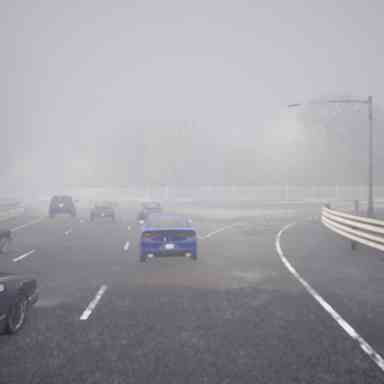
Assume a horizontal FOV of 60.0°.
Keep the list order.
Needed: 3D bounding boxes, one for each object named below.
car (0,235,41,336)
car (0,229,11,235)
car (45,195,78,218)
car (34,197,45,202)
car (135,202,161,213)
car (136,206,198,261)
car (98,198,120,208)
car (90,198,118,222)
[{"bbox_3d":[-3.591,1.566,3.623,2.033,1.411,5.357,0,0,-3],"label":"car"},{"bbox_3d":[-7.651,1.644,10.688,1.895,1.301,4.718,0,0,-6],"label":"car"},{"bbox_3d":[-11.993,1.309,31.092,2.150,2.045,5.566,0,0,-17],"label":"car"},{"bbox_3d":[-38.058,1.854,83.961,4.718,1.301,1.895,0,0,42],"label":"car"},{"bbox_3d":[-3.292,1.539,25.739,2.128,1.511,4.902,0,0,-14],"label":"car"},{"bbox_3d":[-0.964,1.499,12.539,1.882,1.535,5.008,0,0,-7],"label":"car"},{"bbox_3d":[-12.925,1.667,51.535,2.033,1.411,5.357,0,0,-28],"label":"car"},{"bbox_3d":[-7.331,1.557,27.481,2.128,1.511,4.902,0,0,-14],"label":"car"}]
